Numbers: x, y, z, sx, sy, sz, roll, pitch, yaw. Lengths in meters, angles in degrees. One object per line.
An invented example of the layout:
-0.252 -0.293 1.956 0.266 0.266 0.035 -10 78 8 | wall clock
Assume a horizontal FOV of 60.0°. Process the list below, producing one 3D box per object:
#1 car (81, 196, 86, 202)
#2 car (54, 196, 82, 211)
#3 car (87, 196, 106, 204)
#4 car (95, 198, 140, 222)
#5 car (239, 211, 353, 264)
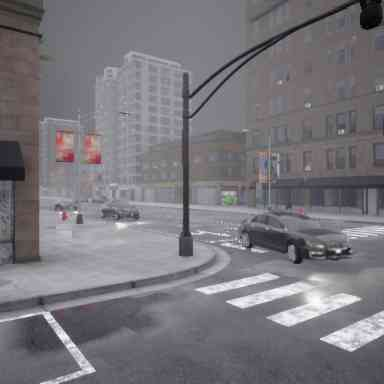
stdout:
-21.407 1.450 59.638 2.033 1.411 5.357 0 0 -36 | car
-14.827 1.468 39.123 1.812 1.442 4.674 0 0 -35 | car
-16.158 1.411 57.909 1.837 1.490 4.892 0 0 -36 | car
-5.857 1.473 26.678 1.837 1.490 4.892 0 0 -36 | car
3.443 1.500 12.030 1.837 1.490 4.892 1 -1 -21 | car
